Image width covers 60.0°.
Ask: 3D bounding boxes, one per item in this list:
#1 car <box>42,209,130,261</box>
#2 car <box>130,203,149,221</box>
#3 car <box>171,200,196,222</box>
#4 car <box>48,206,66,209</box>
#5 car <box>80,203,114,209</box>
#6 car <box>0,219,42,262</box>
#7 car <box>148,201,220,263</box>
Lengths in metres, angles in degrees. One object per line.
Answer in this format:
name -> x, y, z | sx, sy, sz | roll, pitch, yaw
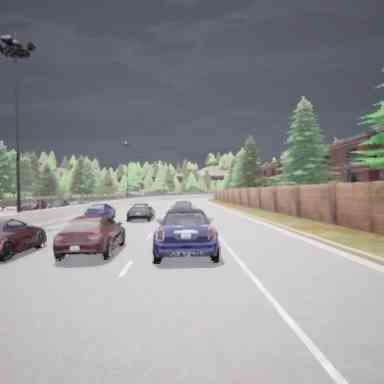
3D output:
car -> -3.746, 1.601, 12.686 | 1.812, 1.442, 4.674 | -1, 0, -2
car -> -4.231, 1.644, 27.911 | 1.994, 1.385, 4.181 | -1, 0, -2
car -> -0.725, 1.511, 27.598 | 1.837, 1.490, 4.892 | -1, 1, -2
car -> -19.028, 1.899, 47.992 | 1.837, 1.490, 4.892 | -1, -1, -2
car -> -7.745, 1.682, 28.270 | 1.812, 1.442, 4.674 | -1, 0, -2
car -> -7.244, 1.715, 12.707 | 1.994, 1.385, 4.181 | -1, 0, -2
car -> -0.235, 1.351, 12.174 | 2.097, 1.767, 4.553 | -1, 0, -1
